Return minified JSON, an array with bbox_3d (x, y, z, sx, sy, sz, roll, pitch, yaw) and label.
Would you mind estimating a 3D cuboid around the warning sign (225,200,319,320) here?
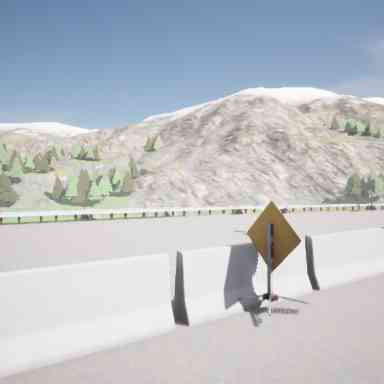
[{"bbox_3d":[1.439,1.098,6.096,1.060,1.860,1.300,0,0,-34],"label":"warning sign"}]
